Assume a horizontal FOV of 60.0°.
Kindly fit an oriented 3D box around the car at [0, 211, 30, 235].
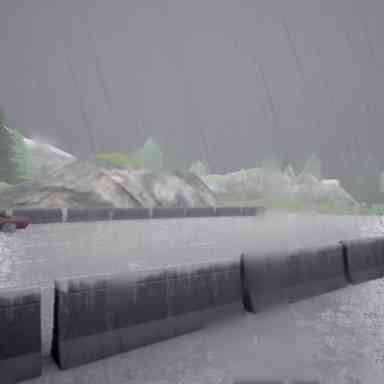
[{"bbox_3d":[-11.220,1.608,17.467,4.718,1.301,1.895,1,0,-35],"label":"car"}]
